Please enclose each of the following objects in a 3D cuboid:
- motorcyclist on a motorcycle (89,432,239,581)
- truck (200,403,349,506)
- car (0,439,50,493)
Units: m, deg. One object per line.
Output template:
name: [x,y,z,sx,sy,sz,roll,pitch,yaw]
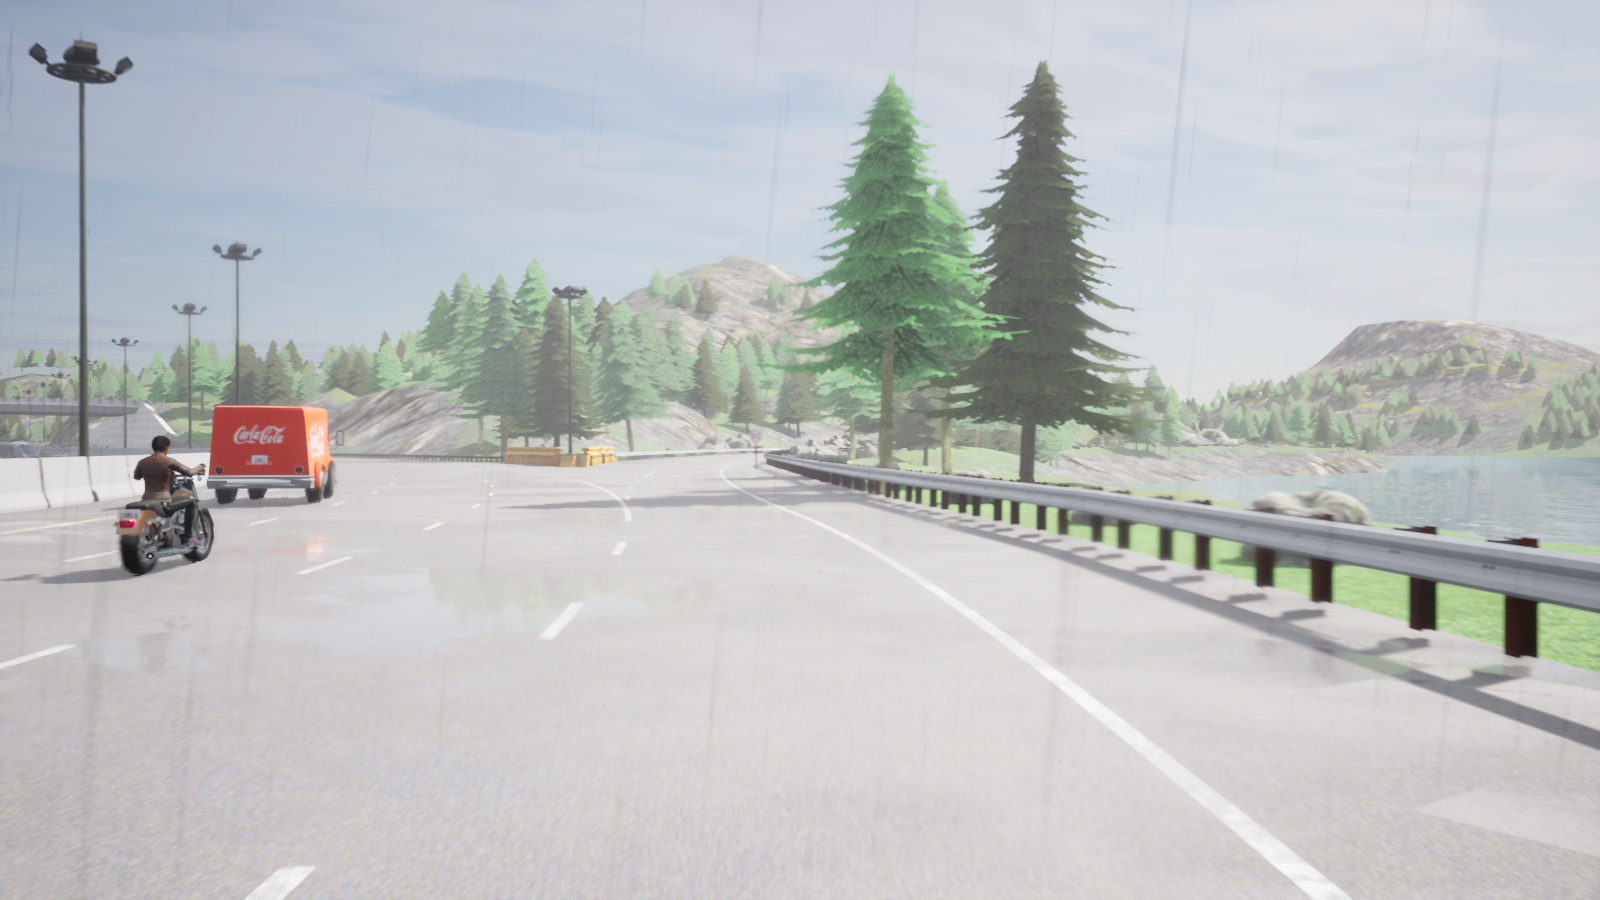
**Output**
motorcyclist on a motorcycle: [-7.574,0.622,15.099,0.766,1.649,2.350,-1,0,-5]
truck: [-13.644,0.092,32.996,2.627,2.467,5.204,0,0,-11]
car: [-26.214,0.481,40.709,2.033,1.649,4.856,0,0,-15]
